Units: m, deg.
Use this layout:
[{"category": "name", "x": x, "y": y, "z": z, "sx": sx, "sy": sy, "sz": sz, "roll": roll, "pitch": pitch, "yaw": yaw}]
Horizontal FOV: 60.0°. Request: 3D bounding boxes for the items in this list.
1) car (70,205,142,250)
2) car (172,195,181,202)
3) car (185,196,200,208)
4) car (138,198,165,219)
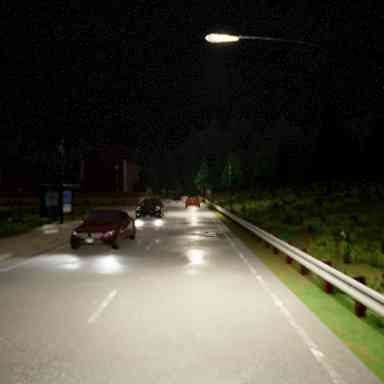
[{"category": "car", "x": -3.669, "y": 1.524, "z": 14.564, "sx": 1.812, "sy": 1.442, "sz": 4.674, "roll": 0, "pitch": 0, "yaw": 3}, {"category": "car", "x": -3.518, "y": 1.462, "z": 77.429, "sx": 1.882, "sy": 1.535, "sz": 5.008, "roll": 0, "pitch": 0, "yaw": 0}, {"category": "car", "x": 0.089, "y": 1.345, "z": 47.145, "sx": 2.097, "sy": 1.767, "sz": 4.553, "roll": 0, "pitch": 0, "yaw": 0}, {"category": "car", "x": -3.530, "y": 1.347, "z": 28.865, "sx": 2.097, "sy": 1.767, "sz": 4.553, "roll": 0, "pitch": 0, "yaw": 0}]
